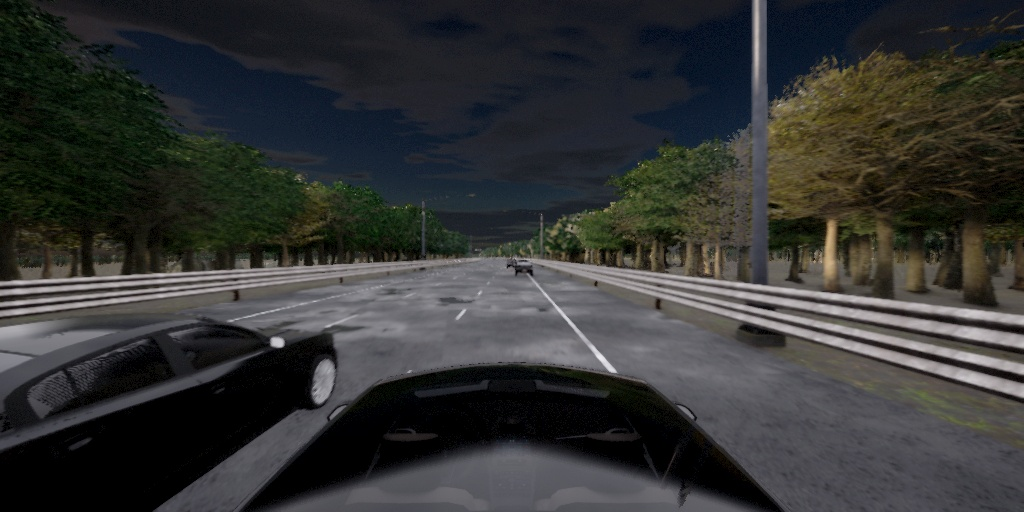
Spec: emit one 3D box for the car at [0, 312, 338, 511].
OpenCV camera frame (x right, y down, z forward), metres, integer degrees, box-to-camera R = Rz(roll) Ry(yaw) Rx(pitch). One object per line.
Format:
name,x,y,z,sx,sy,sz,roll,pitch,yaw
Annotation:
car,-3.399,1.229,3.113,1.882,1.535,5.008,0,0,0

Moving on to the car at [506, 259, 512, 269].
car,0.010,1.300,57.859,1.837,1.490,4.892,0,0,0

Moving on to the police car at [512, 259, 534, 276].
police car,1.226,1.206,37.688,1.930,1.638,5.238,0,0,0
